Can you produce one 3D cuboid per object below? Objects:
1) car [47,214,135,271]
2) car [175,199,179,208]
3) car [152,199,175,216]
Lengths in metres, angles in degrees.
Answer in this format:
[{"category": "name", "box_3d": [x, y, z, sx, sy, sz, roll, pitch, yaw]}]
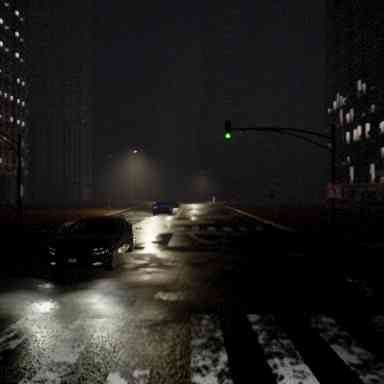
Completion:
[{"category": "car", "box_3d": [-3.232, 1.583, 11.503, 1.882, 1.535, 5.008, 0, 0, 0]}, {"category": "car", "box_3d": [-3.184, 1.921, 54.775, 1.994, 1.385, 4.181, 0, 0, 0]}, {"category": "car", "box_3d": [-3.202, 1.755, 36.545, 1.882, 1.535, 5.008, 0, 0, 0]}]
